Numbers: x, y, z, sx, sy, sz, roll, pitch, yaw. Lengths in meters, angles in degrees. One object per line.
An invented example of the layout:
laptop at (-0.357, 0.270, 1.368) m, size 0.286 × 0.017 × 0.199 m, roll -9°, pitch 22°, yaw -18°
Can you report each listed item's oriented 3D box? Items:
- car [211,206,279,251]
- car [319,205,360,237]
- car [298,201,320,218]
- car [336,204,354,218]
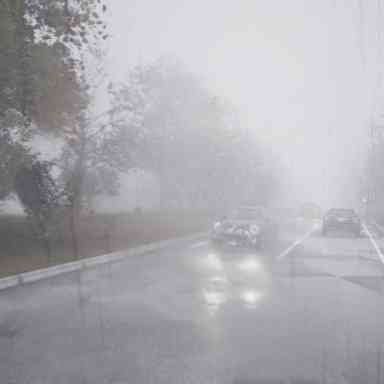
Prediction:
car at (2.545, 1.466, 15.034) m, size 2.097 × 1.767 × 4.553 m, roll 3°, pitch 0°, yaw 25°
car at (9.826, 1.788, 21.818) m, size 2.097 × 1.767 × 4.553 m, roll 3°, pitch 0°, yaw 25°
car at (13.442, 1.950, 37.956) m, size 2.097 × 1.767 × 4.553 m, roll 3°, pitch 0°, yaw 26°
car at (19.214, 2.332, 41.732) m, size 1.882 × 1.535 × 5.008 m, roll 3°, pitch 0°, yaw 25°
